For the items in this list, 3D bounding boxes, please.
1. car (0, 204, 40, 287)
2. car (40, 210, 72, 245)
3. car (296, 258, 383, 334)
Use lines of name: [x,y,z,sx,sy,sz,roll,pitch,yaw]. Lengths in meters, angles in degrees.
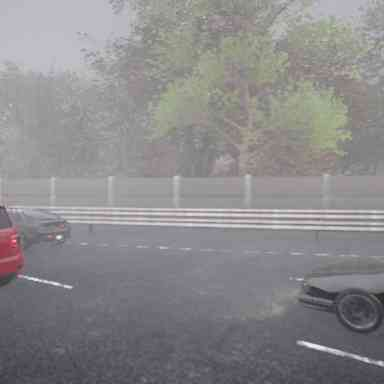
car: [-6.336,1.217,7.799,5.566,2.045,2.150,0,0,31]
car: [-7.214,1.484,13.908,4.892,1.490,1.837,0,0,29]
car: [4.449,1.513,4.961,5.357,1.411,2.033,0,0,35]
